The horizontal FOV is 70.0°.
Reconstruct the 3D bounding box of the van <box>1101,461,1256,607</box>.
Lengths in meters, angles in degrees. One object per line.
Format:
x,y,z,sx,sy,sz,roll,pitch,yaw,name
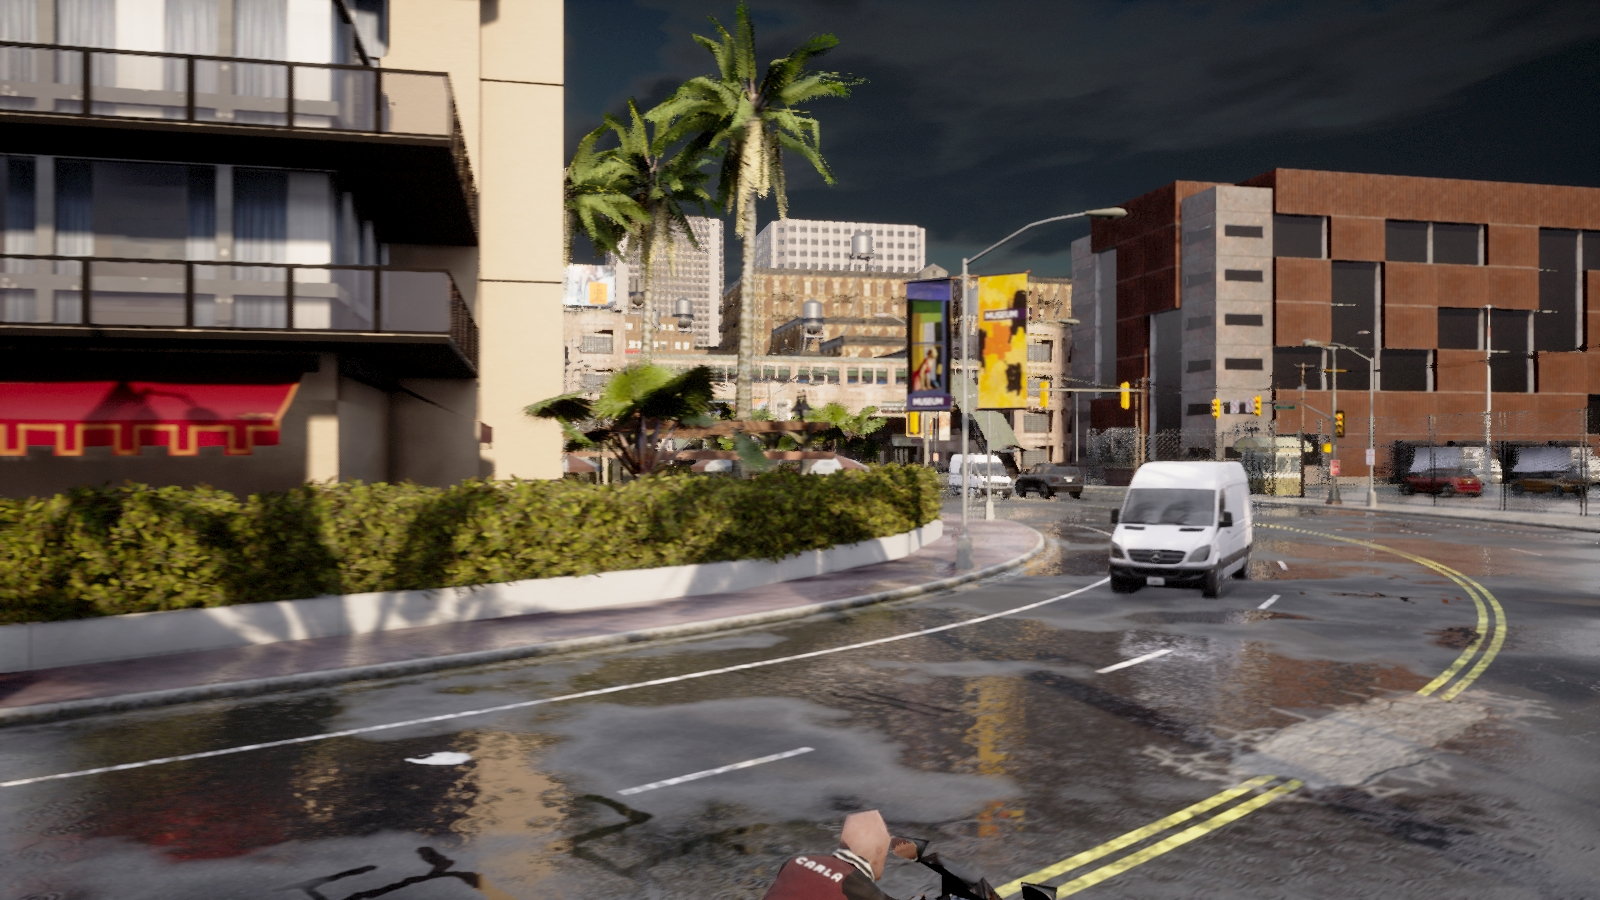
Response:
7.960,1.536,23.585,1.988,2.561,5.915,0,0,29,van

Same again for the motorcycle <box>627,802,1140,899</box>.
0.194,2.205,4.099,2.209,1.251,0.867,0,0,-39,motorcycle

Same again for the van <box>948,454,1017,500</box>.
10.660,1.541,67.302,1.988,2.561,5.915,0,0,-13,van

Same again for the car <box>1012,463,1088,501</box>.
14.445,1.786,66.339,2.150,2.045,5.566,0,0,-12,car
